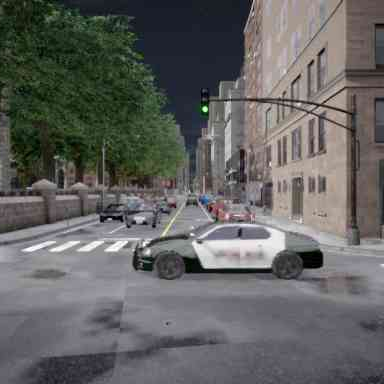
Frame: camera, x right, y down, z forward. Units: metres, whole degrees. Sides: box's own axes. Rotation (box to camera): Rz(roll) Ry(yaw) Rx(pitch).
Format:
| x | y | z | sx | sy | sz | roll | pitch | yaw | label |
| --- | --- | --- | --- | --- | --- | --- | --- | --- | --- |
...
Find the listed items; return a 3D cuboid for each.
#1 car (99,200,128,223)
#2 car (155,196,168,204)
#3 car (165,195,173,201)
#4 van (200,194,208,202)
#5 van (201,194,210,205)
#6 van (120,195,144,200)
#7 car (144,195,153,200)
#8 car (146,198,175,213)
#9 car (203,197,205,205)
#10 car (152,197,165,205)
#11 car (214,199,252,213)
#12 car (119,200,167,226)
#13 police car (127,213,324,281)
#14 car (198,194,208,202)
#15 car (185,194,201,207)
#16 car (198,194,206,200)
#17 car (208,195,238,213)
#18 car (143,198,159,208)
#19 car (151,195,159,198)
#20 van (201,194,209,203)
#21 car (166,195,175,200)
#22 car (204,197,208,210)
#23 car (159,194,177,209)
| x | y | z | sx | sy | sz | roll | pitch | yaw | label |
| --- | --- | --- | --- | --- | --- | --- | --- | --- | --- |
| -5.857 | 1.574 | 25.904 | 1.947 | 1.339 | 4.313 | 0 | 0 | 0 | car |
| -5.859 | 1.569 | 63.755 | 2.008 | 1.369 | 4.403 | 0 | 0 | 0 | car |
| -5.860 | 1.568 | 85.385 | 1.887 | 1.381 | 4.507 | 0 | 0 | 0 | car |
| 2.666 | 1.362 | 74.561 | 1.690 | 1.788 | 3.998 | 0 | 0 | 0 | van |
| 2.668 | 1.357 | 52.929 | 1.690 | 1.788 | 3.998 | 0 | 0 | 0 | van |
| -5.857 | 1.350 | 31.311 | 1.690 | 1.788 | 3.998 | 0 | 0 | 0 | van |
| -5.858 | 1.451 | 36.719 | 1.967 | 1.590 | 4.097 | 0 | 0 | 0 | car |
| -3.094 | 1.574 | 33.217 | 1.994 | 1.385 | 4.181 | 0 | 0 | 0 | car |
| 2.667 | 1.594 | 42.112 | 1.802 | 1.307 | 4.206 | 0 | 0 | 0 | car |
| -5.859 | 1.562 | 58.348 | 1.887 | 1.381 | 4.507 | 0 | 0 | 0 | car |
| 2.669 | 1.446 | 20.479 | 1.967 | 1.590 | 4.097 | 0 | 0 | 0 | car |
| -3.097 | 1.498 | 22.055 | 2.128 | 1.511 | 4.902 | 0 | 0 | 0 | car |
| 0.920 | 1.514 | 9.340 | 4.974 | 1.542 | 2.038 | 0 | 0 | 0 | police car |
| 2.666 | 1.337 | 79.971 | 2.192 | 1.841 | 5.009 | 0 | 0 | 0 | car |
| -0.002 | 1.520 | 51.491 | 1.837 | 1.490 | 4.892 | 0 | 0 | 0 | car |
| 2.665 | 1.464 | 90.787 | 1.967 | 1.590 | 4.097 | 0 | 0 | 0 | car |
| 2.669 | 1.323 | 25.888 | 2.192 | 1.841 | 5.009 | 0 | 0 | 0 | car |
| -5.859 | 1.596 | 47.533 | 1.802 | 1.307 | 4.206 | 0 | 0 | 0 | car |
| -5.858 | 1.327 | 42.126 | 2.192 | 1.841 | 5.009 | 0 | 0 | 0 | car |
| 2.666 | 1.361 | 69.154 | 1.690 | 1.788 | 3.998 | 0 | 0 | 0 | van |
| -5.860 | 1.575 | 90.792 | 2.008 | 1.369 | 4.403 | 0 | 0 | 0 | car |
| 2.668 | 1.556 | 36.704 | 1.887 | 1.381 | 4.507 | 0 | 0 | 0 | car |
| -3.079 | 1.491 | 46.148 | 1.882 | 1.535 | 5.008 | 0 | 0 | 0 | car |
